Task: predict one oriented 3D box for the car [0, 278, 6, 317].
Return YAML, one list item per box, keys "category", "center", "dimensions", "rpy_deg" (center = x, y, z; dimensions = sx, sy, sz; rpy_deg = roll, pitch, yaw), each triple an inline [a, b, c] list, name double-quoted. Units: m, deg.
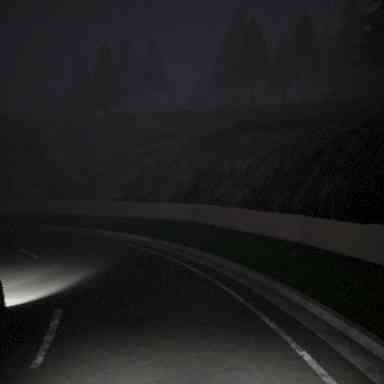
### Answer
- category: "car"
  center: [-3.926, 1.523, 4.009]
  dimensions: [1.994, 1.385, 4.181]
  rpy_deg: [0, 1, -10]
